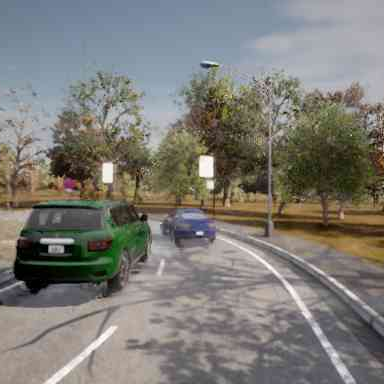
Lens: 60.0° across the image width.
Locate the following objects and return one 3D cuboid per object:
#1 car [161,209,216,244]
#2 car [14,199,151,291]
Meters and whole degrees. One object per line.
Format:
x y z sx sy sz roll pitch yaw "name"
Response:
-0.254 1.517 15.850 1.812 1.442 4.674 1 0 -15 "car"
-2.540 1.202 9.138 2.150 2.045 5.566 1 0 2 "car"
